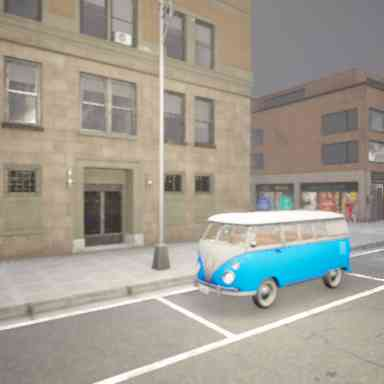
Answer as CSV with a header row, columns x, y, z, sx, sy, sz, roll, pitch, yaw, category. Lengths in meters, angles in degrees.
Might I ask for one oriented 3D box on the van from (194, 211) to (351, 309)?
x,y,z,sx,sy,sz,roll,pitch,yaw,category
1.948,1.347,7.604,3.998,1.788,1.690,0,0,-36,van
